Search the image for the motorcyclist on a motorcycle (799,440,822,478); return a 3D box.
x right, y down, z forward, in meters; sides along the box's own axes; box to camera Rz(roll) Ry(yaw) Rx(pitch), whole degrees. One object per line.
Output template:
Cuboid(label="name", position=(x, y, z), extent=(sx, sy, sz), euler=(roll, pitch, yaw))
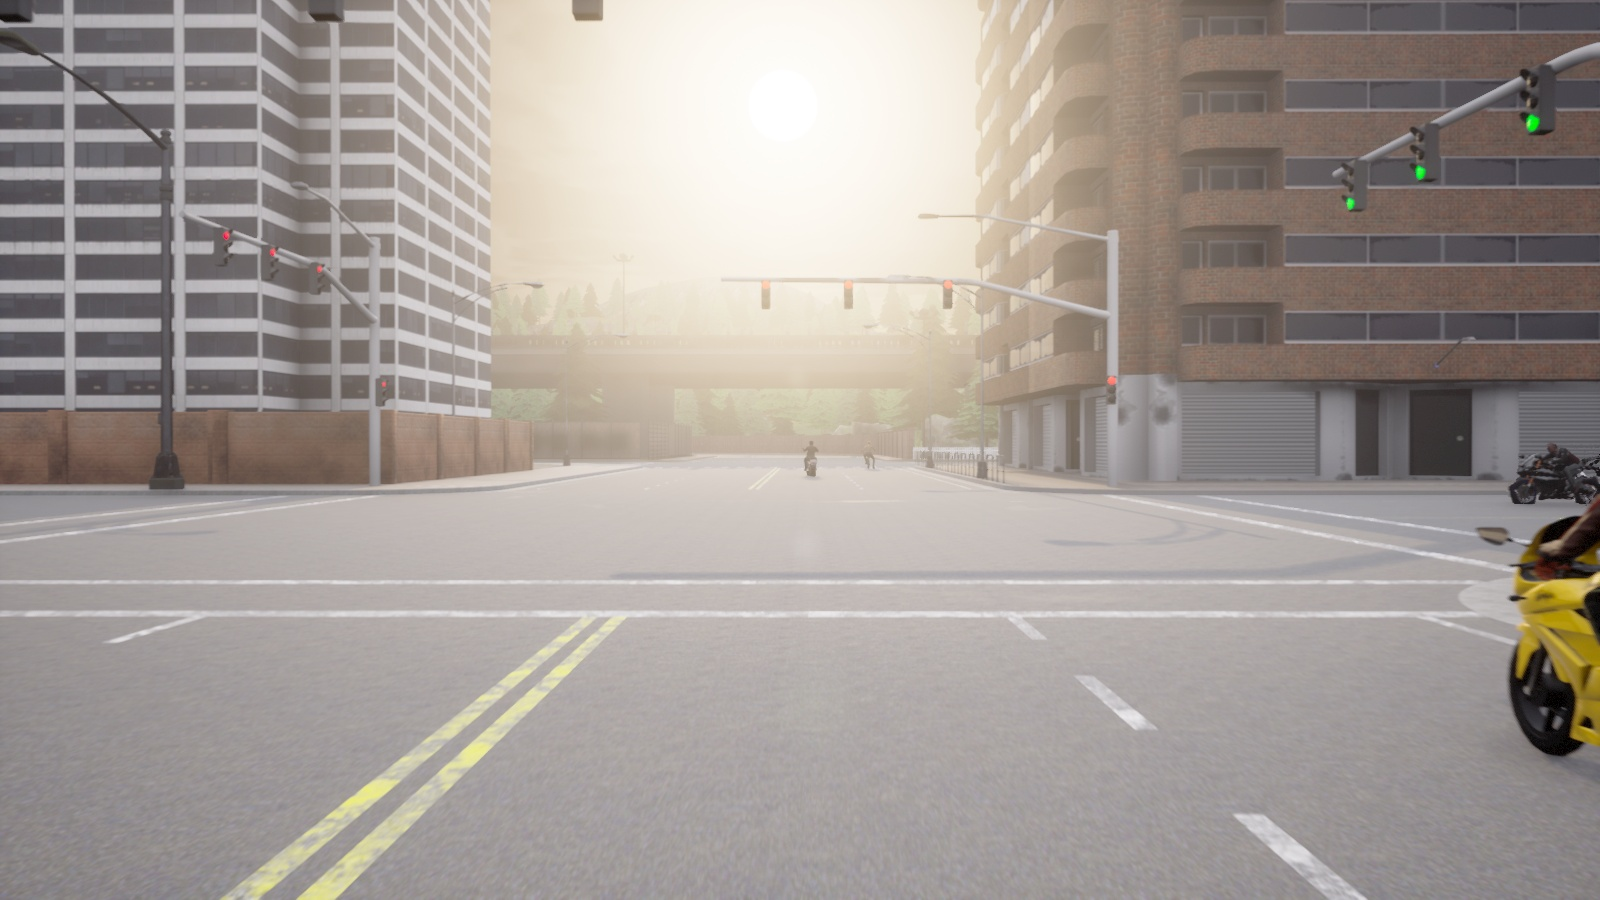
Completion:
Cuboid(label="motorcyclist on a motorcycle", position=(0.465, 0.382, 56.003), extent=(0.766, 1.649, 2.350), euler=(1, 0, -5))

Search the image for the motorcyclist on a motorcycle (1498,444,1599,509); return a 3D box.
Cuboid(label="motorcyclist on a motorcycle", position=(18.041, 0.627, 30.027), extent=(2.191, 1.530, 0.866), euler=(0, 0, 1))

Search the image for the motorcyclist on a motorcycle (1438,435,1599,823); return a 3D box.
Cuboid(label="motorcyclist on a motorcycle", position=(3.544, 0.702, 5.171), extent=(0.797, 1.523, 2.044), euler=(0, 0, 0))
